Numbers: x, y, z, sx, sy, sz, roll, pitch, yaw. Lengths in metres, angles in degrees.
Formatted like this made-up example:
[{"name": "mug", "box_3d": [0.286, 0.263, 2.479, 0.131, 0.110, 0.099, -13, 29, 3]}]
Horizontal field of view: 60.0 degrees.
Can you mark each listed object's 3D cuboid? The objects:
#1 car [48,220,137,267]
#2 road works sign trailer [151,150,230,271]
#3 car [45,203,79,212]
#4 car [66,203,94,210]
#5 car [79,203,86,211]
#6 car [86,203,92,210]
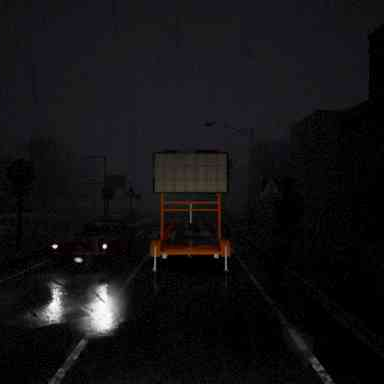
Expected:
[{"name": "car", "box_3d": [-3.253, 1.682, 11.769, 1.895, 1.301, 4.718, 0, -1, 0]}, {"name": "road works sign trailer", "box_3d": [-0.038, 0.451, 10.754, 2.380, 3.560, 2.880, 0, -1, 0]}, {"name": "car", "box_3d": [-21.895, 2.585, 55.322, 4.674, 1.452, 2.002, 0, -1, 0]}, {"name": "car", "box_3d": [-21.870, 2.823, 65.017, 4.674, 1.452, 2.002, 0, -1, 0]}, {"name": "car", "box_3d": [-21.884, 2.626, 58.598, 4.892, 1.521, 2.231, 0, -1, 0]}, {"name": "car", "box_3d": [-21.886, 2.705, 61.871, 5.008, 1.535, 2.097, 0, -1, 0]}]
